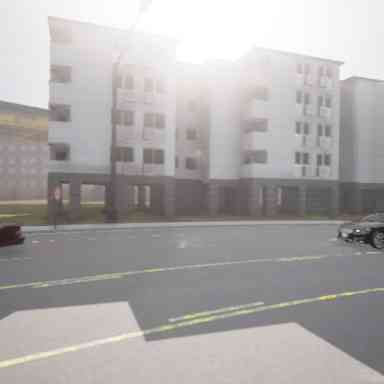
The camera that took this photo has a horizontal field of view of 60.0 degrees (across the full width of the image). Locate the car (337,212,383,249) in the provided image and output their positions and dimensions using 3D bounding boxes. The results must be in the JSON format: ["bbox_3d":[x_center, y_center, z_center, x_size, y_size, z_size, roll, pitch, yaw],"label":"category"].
[{"bbox_3d":[8.994,1.640,15.014,4.902,1.511,2.128,1,0,-14],"label":"car"}]

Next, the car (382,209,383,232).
[{"bbox_3d":[14.490,1.797,19.832,5.357,1.411,2.033,1,0,-8],"label":"car"}]

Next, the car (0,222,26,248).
[{"bbox_3d":[-8.427,1.397,10.813,5.357,1.411,2.033,1,0,-35],"label":"car"}]
